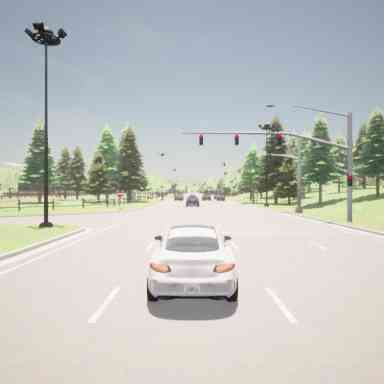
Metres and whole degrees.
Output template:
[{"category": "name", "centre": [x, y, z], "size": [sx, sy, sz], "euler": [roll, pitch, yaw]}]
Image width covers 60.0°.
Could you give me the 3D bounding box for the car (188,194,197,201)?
[{"category": "car", "centre": [0.153, 1.336, 83.046], "size": [2.097, 1.767, 4.553], "euler": [0, 0, 0]}]

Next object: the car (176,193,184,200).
[{"category": "car", "centre": [-3.329, 1.174, 93.056], "size": [2.097, 1.767, 4.553], "euler": [0, 0, 0]}]

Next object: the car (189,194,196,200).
[{"category": "car", "centre": [0.171, 1.319, 93.079], "size": [1.837, 1.490, 4.892], "euler": [0, 0, 0]}]

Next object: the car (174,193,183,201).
[{"category": "car", "centre": [-3.347, 1.532, 83.049], "size": [1.994, 1.385, 4.181], "euler": [0, 0, 0]}]

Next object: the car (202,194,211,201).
[{"category": "car", "centre": [3.653, 1.336, 83.040], "size": [2.097, 1.767, 4.553], "euler": [0, 0, 0]}]

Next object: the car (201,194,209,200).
[{"category": "car", "centre": [3.671, 1.359, 93.073], "size": [2.033, 1.411, 5.357], "euler": [0, 0, 0]}]

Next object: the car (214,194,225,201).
[{"category": "car", "centre": [7.152, 1.505, 82.647], "size": [2.128, 1.511, 4.902], "euler": [0, 0, 0]}]

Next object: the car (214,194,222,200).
[{"category": "car", "centre": [7.171, 1.371, 93.066], "size": [1.994, 1.385, 4.181], "euler": [0, 0, 0]}]

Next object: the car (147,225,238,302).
[{"category": "car", "centre": [0.021, 1.525, 8.143], "size": [1.812, 1.442, 4.674], "euler": [0, 0, 0]}]

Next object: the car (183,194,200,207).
[{"category": "car", "centre": [0.096, 1.345, 52.016], "size": [2.097, 1.767, 4.553], "euler": [0, 0, 0]}]
